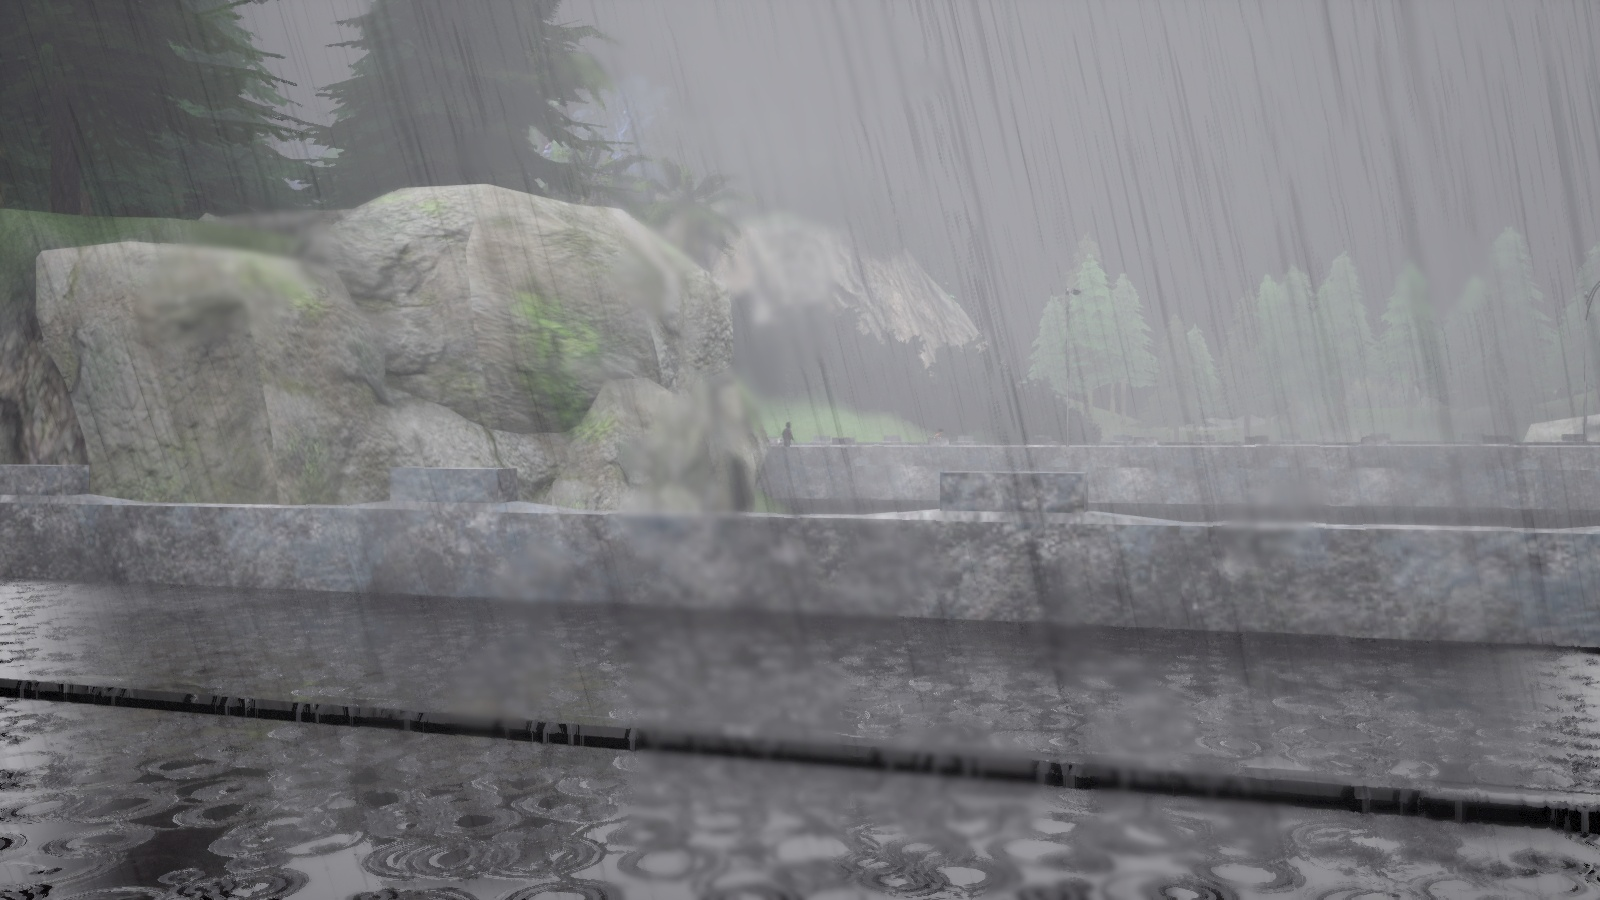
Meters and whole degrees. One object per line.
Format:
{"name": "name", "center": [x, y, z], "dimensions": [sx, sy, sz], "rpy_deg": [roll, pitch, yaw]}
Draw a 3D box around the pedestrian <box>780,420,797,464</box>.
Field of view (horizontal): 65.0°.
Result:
{"name": "pedestrian", "center": [-0.504, -0.354, 55.519], "dimensions": [0.666, 1.930, 0.402], "rpy_deg": [1, 1, 33]}
